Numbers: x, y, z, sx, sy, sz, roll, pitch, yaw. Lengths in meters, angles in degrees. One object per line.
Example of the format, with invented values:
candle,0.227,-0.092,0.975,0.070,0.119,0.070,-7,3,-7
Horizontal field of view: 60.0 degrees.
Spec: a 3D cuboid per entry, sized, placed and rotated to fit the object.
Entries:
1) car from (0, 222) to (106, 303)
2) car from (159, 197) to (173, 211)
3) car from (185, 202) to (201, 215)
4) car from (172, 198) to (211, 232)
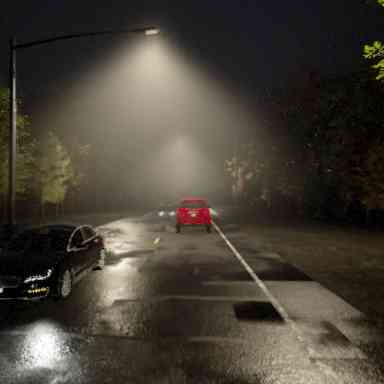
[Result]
car,-3.602,1.605,8.626,1.837,1.490,4.892,0,-1,0
car,-3.609,1.786,49.424,2.150,2.045,5.566,0,-1,0
car,0.081,1.987,40.355,1.812,1.442,4.674,0,-1,0
car,0.089,1.472,21.983,2.150,2.045,5.566,0,-1,0
